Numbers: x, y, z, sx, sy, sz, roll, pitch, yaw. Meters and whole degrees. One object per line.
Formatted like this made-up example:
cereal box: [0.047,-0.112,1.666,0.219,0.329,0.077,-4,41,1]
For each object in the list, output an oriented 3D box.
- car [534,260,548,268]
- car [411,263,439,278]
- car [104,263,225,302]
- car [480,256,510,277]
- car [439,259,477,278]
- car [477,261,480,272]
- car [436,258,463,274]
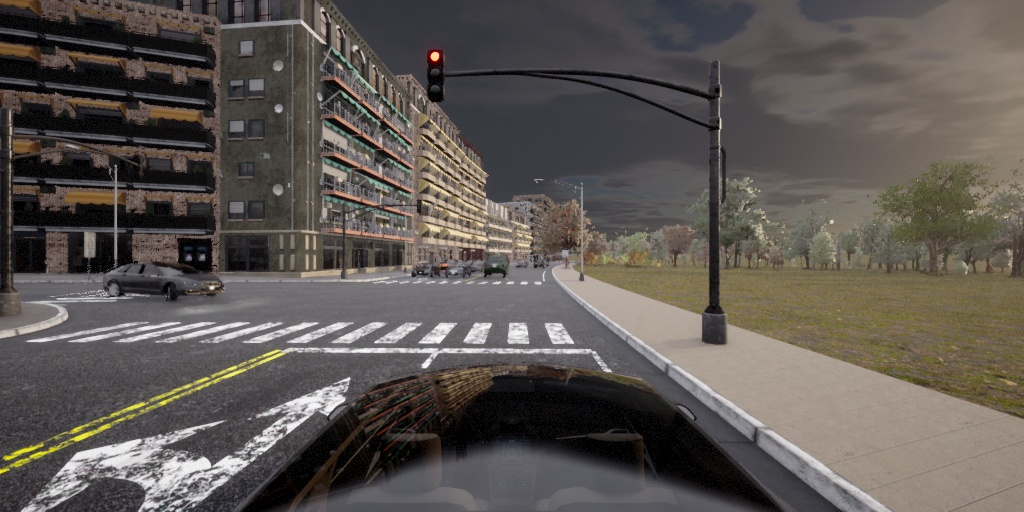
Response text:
car: [5.014,1.448,64.891,1.837,1.490,4.892,0,0,9]
car: [-8.364,1.375,35.322,1.994,1.385,4.181,0,0,5]
car: [-14.976,1.053,15.520,4.892,1.490,1.837,1,-1,11]
car: [-1.478,1.036,36.103,2.150,2.045,5.566,0,0,3]
car: [-5.134,1.302,34.951,2.128,1.511,4.902,0,0,5]
car: [-4.271,1.351,44.254,1.837,1.490,4.892,0,0,6]
car: [-7.583,1.195,43.742,2.097,1.767,4.553,0,0,6]
